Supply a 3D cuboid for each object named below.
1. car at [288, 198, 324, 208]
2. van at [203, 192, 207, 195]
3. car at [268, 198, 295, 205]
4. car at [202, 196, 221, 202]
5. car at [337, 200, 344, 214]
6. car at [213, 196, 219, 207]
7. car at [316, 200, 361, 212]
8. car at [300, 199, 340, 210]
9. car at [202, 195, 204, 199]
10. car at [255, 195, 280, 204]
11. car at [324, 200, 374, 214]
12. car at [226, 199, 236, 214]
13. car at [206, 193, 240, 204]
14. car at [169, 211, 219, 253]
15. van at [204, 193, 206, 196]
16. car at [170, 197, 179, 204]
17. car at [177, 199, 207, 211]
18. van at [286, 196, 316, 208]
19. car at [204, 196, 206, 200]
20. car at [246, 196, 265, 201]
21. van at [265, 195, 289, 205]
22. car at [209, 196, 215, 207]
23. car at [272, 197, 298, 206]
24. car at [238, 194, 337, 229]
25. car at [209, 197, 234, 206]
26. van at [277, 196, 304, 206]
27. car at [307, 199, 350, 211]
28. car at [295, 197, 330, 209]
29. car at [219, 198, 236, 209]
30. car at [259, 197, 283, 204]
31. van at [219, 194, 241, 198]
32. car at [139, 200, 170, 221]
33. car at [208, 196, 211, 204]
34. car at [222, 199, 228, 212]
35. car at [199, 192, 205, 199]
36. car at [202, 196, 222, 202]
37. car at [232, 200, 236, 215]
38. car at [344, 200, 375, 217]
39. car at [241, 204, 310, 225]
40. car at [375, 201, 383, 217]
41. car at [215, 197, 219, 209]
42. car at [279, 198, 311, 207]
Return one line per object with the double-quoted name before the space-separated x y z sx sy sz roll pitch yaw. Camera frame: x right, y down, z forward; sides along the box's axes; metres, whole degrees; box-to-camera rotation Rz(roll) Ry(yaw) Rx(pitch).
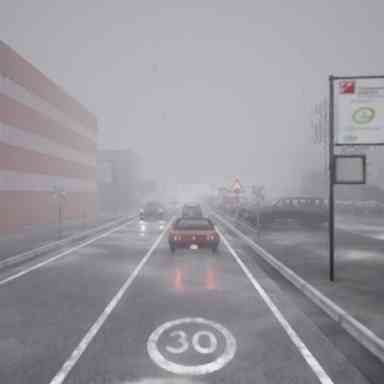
"car" 18.362 1.829 53.729 5.008 1.535 2.097 0 0 -1
"van" 5.473 1.682 81.619 4.442 1.987 1.878 0 1 -1
"car" 18.176 1.961 67.720 4.792 1.488 2.163 0 -1 -1
"car" 5.220 1.819 90.094 5.008 1.535 2.097 0 1 -1
"car" 18.616 1.705 36.666 5.008 1.535 2.097 0 0 -1
"car" 6.066 1.784 47.697 5.366 1.575 1.946 0 0 -1
"car" 18.563 1.776 42.313 4.792 1.488 2.163 0 0 -1
"car" 18.439 1.788 48.083 5.008 1.535 2.097 0 0 -1
"car" 5.402 1.977 78.795 4.674 1.452 2.002 0 1 -1
"car" 17.943 1.684 79.157 5.566 2.045 2.435 0 1 -1
"car" 18.572 1.726 39.489 5.008 1.535 2.097 0 0 -1
"car" 6.096 1.725 33.567 4.674 1.452 2.002 0 0 -1
"car" 5.734 1.618 58.998 5.566 2.045 2.435 0 0 -1
"car" 0.068 1.728 14.324 1.895 1.301 4.718 0 0 0
"van" 5.558 1.735 76.089 4.442 1.987 1.878 0 0 -1
"car" -3.797 1.783 70.906 2.097 1.767 4.553 0 0 -1
"car" -0.018 1.732 31.224 2.128 1.511 4.902 0 0 0
"van" 18.431 1.623 56.429 4.442 1.987 1.878 0 0 -1
"car" 5.569 1.931 67.471 5.008 1.535 2.097 0 0 -1
"car" 17.751 1.788 93.276 5.008 1.535 2.097 0 1 -1
"van" 17.983 1.726 70.545 4.442 1.987 1.878 0 0 -1
"car" 5.651 1.805 50.517 5.366 1.575 1.946 0 0 -1
"car" 18.154 1.786 65.023 4.553 1.767 2.185 0 0 -1
"car" 6.245 1.341 22.267 5.566 2.045 2.435 0 -1 -1
"car" 5.650 1.785 64.647 4.553 1.767 2.185 0 0 -1
"van" 18.347 1.664 62.079 4.442 1.987 1.878 0 0 -1
"car" 18.492 1.768 45.260 5.008 1.535 2.097 0 0 -1
"car" 18.431 1.683 50.908 4.553 1.767 2.185 0 0 -1
"car" 5.982 1.755 39.218 4.792 1.488 2.163 0 0 -1
"car" 18.009 1.961 76.326 5.008 1.535 2.097 0 1 -1
"van" 6.085 1.520 42.047 4.442 1.987 1.878 0 0 -1
"car" -3.456 1.587 30.050 2.097 1.767 4.553 0 0 -1
"car" 5.935 1.846 56.173 5.366 1.575 1.946 0 0 -1
"car" 6.058 1.745 36.393 4.674 1.452 2.002 0 0 -1
"car" 5.284 1.627 84.441 5.566 2.045 2.435 0 1 -1
"car" 5.274 1.849 87.270 5.008 1.535 2.097 0 1 -1
"car" 6.181 1.641 27.917 5.008 1.535 2.097 0 0 -1
"car" 18.661 1.686 33.842 4.892 1.521 2.231 0 0 -1
"car" 6.227 1.657 25.090 4.674 1.452 2.002 0 0 -1
"car" 18.763 1.642 28.196 4.892 1.521 2.231 0 0 -1
"car" 5.922 1.807 44.869 4.674 1.452 2.002 0 0 -1
"car" 18.279 1.871 59.251 4.892 1.521 2.231 0 0 -1
